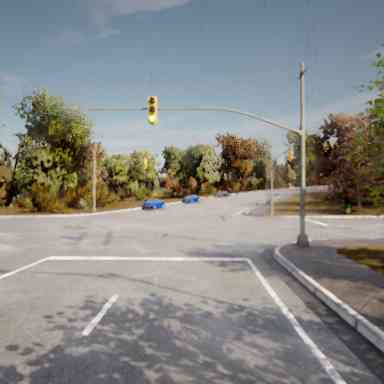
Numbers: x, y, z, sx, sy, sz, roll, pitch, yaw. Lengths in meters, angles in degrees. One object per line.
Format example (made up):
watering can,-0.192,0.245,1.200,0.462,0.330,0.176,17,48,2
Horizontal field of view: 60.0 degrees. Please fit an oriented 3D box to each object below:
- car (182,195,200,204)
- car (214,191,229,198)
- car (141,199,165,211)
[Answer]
car,-0.198,1.310,60.589,1.882,1.535,5.008,0,2,23
car,6.615,0.579,74.415,2.128,1.511,4.902,0,3,30
car,-5.328,1.700,45.941,1.882,1.535,5.008,0,1,16
